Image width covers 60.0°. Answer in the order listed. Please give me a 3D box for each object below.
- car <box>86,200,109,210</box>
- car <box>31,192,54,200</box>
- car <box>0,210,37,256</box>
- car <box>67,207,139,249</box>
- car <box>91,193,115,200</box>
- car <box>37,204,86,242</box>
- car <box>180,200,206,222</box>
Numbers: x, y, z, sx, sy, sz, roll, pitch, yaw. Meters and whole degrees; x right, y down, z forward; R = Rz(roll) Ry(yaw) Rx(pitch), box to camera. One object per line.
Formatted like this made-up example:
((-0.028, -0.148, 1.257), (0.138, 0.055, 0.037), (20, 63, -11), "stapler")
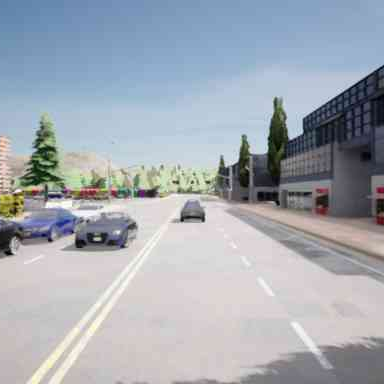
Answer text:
((-7.054, 1.529, 23.174), (1.812, 1.442, 4.674), (0, 0, 1), "car")
((-38.927, 1.408, 86.696), (3.806, 1.475, 1.970), (0, 0, 0), "car")
((-7.099, 1.494, 10.323), (2.128, 1.511, 4.902), (0, 0, 0), "car")
((-3.526, 1.566, 14.396), (1.994, 1.385, 4.181), (0, 0, 0), "car")
((-21.514, 1.164, 81.095), (4.605, 1.855, 1.932), (0, 0, 0), "car")
((-7.009, 1.529, 16.370), (1.812, 1.442, 4.674), (0, 0, 0), "car")
((0.060, 1.567, 26.697), (1.994, 1.385, 4.181), (0, 0, 0), "car")
